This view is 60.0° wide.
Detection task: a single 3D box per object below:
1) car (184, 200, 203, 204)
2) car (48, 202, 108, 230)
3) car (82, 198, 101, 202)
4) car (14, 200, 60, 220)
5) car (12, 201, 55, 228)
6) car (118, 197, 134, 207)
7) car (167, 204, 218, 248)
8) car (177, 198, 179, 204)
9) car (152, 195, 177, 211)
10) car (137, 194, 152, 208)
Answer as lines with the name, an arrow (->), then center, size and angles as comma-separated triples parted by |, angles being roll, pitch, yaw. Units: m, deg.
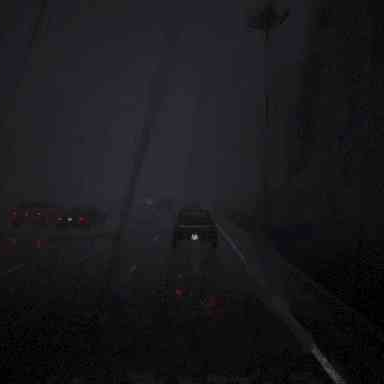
car -> 0.115, 1.572, 36.801 | 2.128, 1.511, 4.902 | 0, 0, 0
car -> -6.892, 1.593, 21.266 | 2.033, 1.411, 5.357 | 0, 0, 0
car -> -13.949, 1.607, 46.275 | 1.837, 1.490, 4.892 | 0, 0, 1
car -> -13.888, 1.572, 30.111 | 1.837, 1.490, 4.892 | 0, 0, 0
car -> -10.391, 1.402, 23.022 | 2.097, 1.767, 4.553 | 0, 0, 0
car -> -10.381, 1.617, 52.235 | 1.837, 1.490, 4.892 | 0, 0, 0
car -> 0.107, 1.525, 15.012 | 2.128, 1.511, 4.902 | 0, 0, 0
car -> -3.478, 1.612, 62.310 | 1.882, 1.535, 5.008 | 0, 0, 0
car -> -3.388, 1.443, 41.762 | 2.097, 1.767, 4.553 | 0, 0, 0
car -> -6.882, 1.330, 50.541 | 2.150, 2.045, 5.566 | 0, 0, 0
